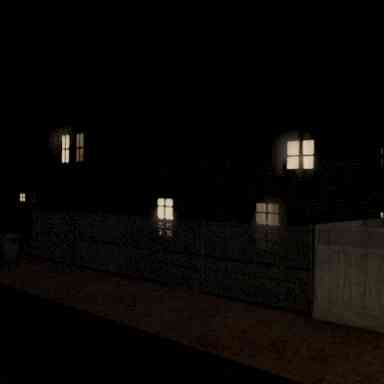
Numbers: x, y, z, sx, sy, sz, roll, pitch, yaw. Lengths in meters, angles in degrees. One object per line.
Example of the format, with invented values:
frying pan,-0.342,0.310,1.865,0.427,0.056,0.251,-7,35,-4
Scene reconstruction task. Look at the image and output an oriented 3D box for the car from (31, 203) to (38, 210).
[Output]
car,-15.373,1.838,33.232,1.882,1.535,5.008,2,0,36
